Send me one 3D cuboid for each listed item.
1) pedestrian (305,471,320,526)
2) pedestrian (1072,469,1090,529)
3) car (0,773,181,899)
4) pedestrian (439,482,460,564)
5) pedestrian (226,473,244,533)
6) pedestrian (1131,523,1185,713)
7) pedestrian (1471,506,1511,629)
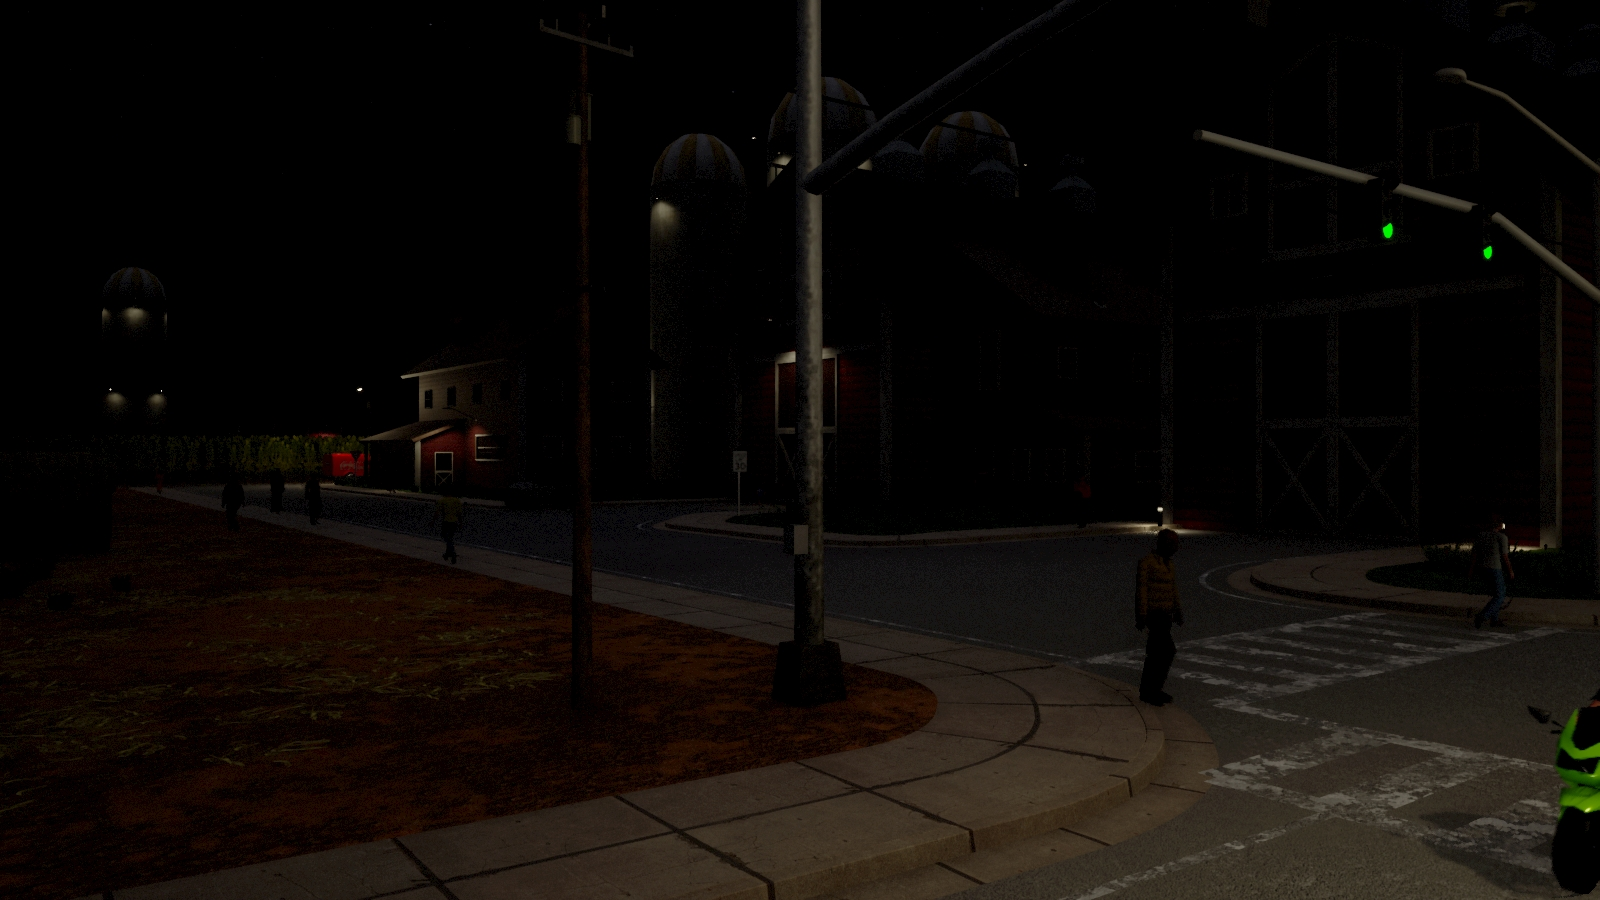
[{"bbox_3d":[-16.774,1.665,39.325,0.375,1.860,0.375,0,0,44],"label":"pedestrian"},{"bbox_3d":[8.821,1.533,35.874,0.375,1.860,0.375,0,0,-20],"label":"pedestrian"},{"bbox_3d":[-3.384,1.906,1.453,4.553,1.767,2.097,0,0,-35],"label":"car"},{"bbox_3d":[-8.068,1.665,26.314,0.375,1.860,0.375,0,0,-33],"label":"pedestrian"},{"bbox_3d":[-17.812,1.666,36.021,0.375,1.860,0.375,0,0,39],"label":"pedestrian"},{"bbox_3d":[3.655,1.690,11.654,0.375,1.860,0.375,0,0,-36],"label":"pedestrian"},{"bbox_3d":[10.731,1.810,17.745,0.375,1.860,0.375,0,0,-16],"label":"pedestrian"}]
